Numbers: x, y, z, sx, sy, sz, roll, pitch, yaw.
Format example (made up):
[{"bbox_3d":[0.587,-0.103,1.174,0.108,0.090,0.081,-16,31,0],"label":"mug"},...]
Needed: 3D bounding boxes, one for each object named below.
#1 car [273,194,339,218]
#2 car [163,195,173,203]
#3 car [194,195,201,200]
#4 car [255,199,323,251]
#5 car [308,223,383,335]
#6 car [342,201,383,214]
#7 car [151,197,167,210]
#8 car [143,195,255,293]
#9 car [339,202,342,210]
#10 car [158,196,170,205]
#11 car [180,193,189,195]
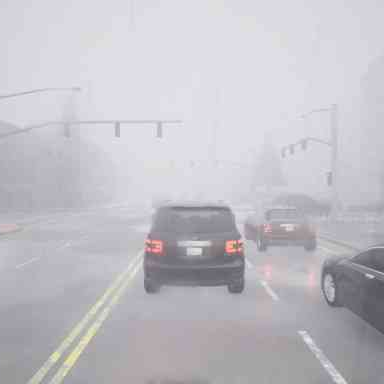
[{"bbox_3d":[9.913,1.221,30.217,5.566,2.045,2.150,0,0,2],"label":"car"},{"bbox_3d":[-5.062,1.478,70.714,1.882,1.535,5.008,0,0,-1],"label":"car"},{"bbox_3d":[1.467,1.552,90.364,1.994,1.385,4.181,0,0,-1],"label":"car"},{"bbox_3d":[3.535,1.352,14.162,2.097,1.767,4.553,0,0,0],"label":"car"},{"bbox_3d":[3.607,1.505,5.081,1.837,1.490,4.892,0,0,0],"label":"car"},{"bbox_3d":[18.487,1.601,34.169,4.718,1.301,1.895,0,0,-2],"label":"car"},{"bbox_3d":[-4.427,1.477,45.049,1.882,1.535,5.008,0,0,-3],"label":"car"},{"bbox_3d":[0.054,1.221,8.984,2.150,2.045,5.566,0,0,0],"label":"car"},{"bbox_3d":[14.438,1.505,37.562,4.892,1.490,1.837,0,0,-2],"label":"car"},{"bbox_3d":[-4.835,1.525,57.880,1.812,1.442,4.674,0,0,-1],"label":"car"},{"bbox_3d":[-1.790,1.496,80.218,1.837,1.490,4.892,0,0,-1],"label":"car"}]
